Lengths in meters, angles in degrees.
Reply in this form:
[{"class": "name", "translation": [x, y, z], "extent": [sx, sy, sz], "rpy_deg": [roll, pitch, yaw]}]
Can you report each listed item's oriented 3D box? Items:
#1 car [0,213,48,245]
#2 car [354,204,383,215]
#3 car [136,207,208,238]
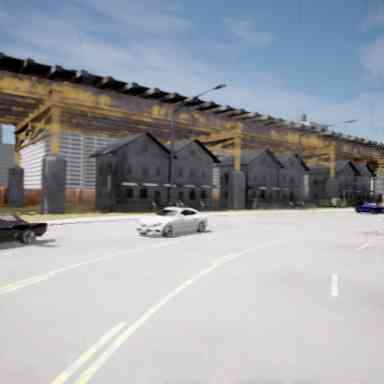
[{"class": "car", "translation": [-7.936, 1.488, 12.564], "extent": [1.895, 1.301, 4.718], "rpy_deg": [1, 0, 23]}, {"class": "car", "translation": [21.982, 2.082, 40.890], "extent": [4.718, 1.301, 1.895], "rpy_deg": [1, 0, -35]}, {"class": "car", "translation": [-0.930, 1.549, 17.958], "extent": [1.812, 1.442, 4.674], "rpy_deg": [1, 0, 37]}]
